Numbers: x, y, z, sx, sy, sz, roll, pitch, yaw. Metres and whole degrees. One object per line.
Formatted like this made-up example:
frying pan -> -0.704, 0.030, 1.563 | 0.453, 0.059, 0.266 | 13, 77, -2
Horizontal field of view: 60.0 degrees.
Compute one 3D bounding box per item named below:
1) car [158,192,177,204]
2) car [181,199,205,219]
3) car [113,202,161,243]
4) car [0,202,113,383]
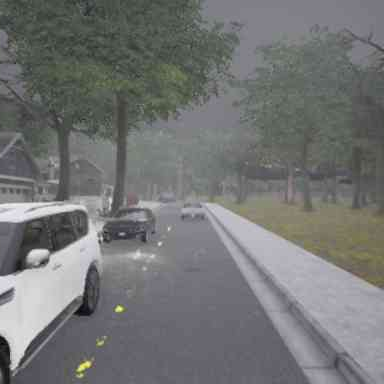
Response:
car -> -4.695, 1.089, 63.110 | 2.150, 2.045, 5.566 | 1, 0, -23
car -> 0.062, 1.539, 28.007 | 1.895, 1.301, 4.718 | 0, 0, 0
car -> -2.836, 1.438, 16.040 | 1.882, 1.535, 5.008 | 0, 0, 0
car -> -2.854, 1.209, 4.573 | 2.150, 2.045, 5.566 | 0, 0, -1
